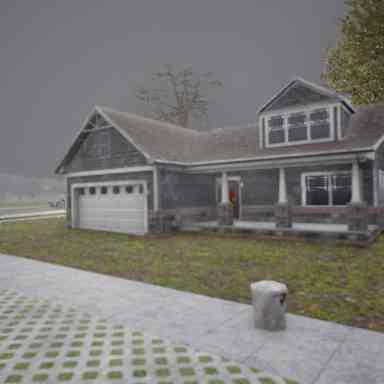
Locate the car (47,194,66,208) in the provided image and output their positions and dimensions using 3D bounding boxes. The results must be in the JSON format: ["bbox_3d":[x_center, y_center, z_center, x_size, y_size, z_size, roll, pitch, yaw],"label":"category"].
[{"bbox_3d":[-14.985,0.946,39.992,2.097,1.767,4.553,-2,1,38],"label":"car"}]
